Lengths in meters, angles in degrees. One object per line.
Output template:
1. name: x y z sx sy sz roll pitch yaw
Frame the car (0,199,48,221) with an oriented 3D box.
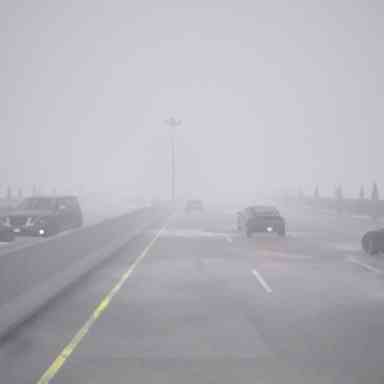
1. car: -14.040 1.423 27.751 1.882 1.535 5.008 0 0 1

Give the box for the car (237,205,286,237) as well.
1. car: 3.605 1.470 17.848 1.837 1.490 4.892 0 0 0

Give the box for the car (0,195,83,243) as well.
1. car: -7.092 1.189 16.230 2.150 2.045 5.566 0 0 0

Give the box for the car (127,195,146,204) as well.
1. car: -9.653 1.429 60.230 2.033 1.411 5.357 0 0 2

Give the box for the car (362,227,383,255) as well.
1. car: 7.102 1.506 10.156 1.812 1.442 4.674 0 0 0

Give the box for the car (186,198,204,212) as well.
1. car: 0.318 1.419 36.784 2.128 1.511 4.902 0 0 1

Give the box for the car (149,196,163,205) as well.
1. car: -6.249 1.450 57.629 1.994 1.385 4.181 0 0 2

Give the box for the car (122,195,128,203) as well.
1. car: -12.917 1.357 67.637 1.837 1.490 4.892 0 0 2
